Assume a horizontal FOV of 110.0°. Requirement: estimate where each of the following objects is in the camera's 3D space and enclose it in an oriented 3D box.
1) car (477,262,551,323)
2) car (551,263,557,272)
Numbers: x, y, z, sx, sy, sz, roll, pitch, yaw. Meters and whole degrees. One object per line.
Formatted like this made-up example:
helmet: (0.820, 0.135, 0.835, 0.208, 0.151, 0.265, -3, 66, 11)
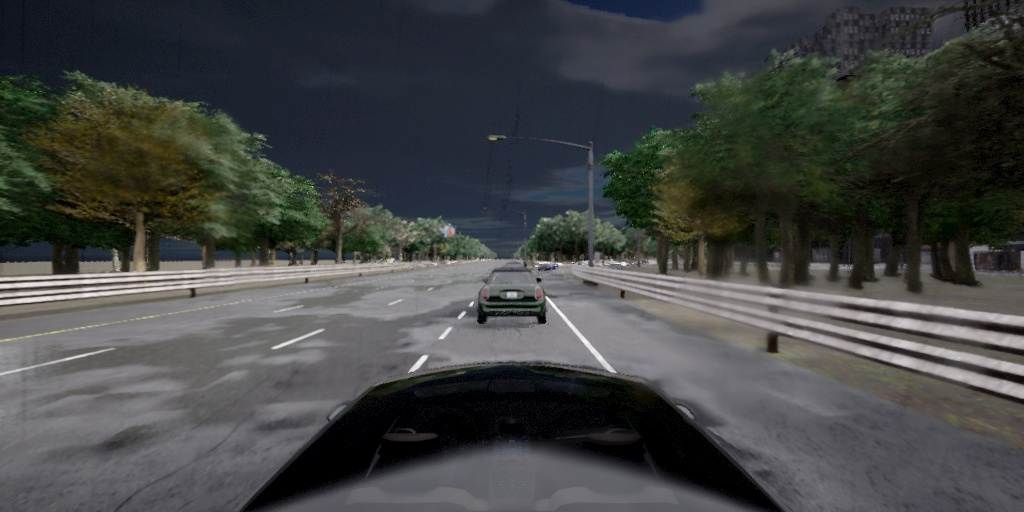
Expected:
car: (-0.001, 1.172, 12.610, 2.097, 1.767, 4.553, 0, 0, 0)
car: (5.324, 1.681, 53.086, 1.895, 1.301, 4.718, 0, 0, 21)
